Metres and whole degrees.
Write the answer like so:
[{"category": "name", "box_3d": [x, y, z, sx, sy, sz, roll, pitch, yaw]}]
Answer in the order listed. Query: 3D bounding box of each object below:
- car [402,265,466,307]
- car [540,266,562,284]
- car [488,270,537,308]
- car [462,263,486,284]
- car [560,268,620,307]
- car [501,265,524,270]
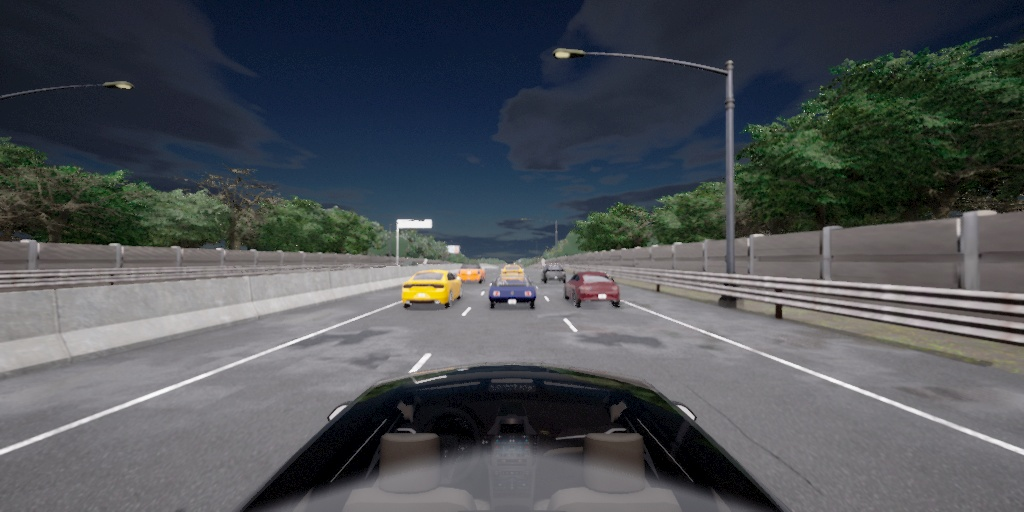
[{"category": "car", "box_3d": [-3.476, 1.375, 16.319, 1.882, 1.535, 5.008, 0, 0, 0]}, {"category": "car", "box_3d": [3.542, 1.567, 31.153, 2.128, 1.511, 4.902, 0, -1, 0]}, {"category": "car", "box_3d": [0.020, 1.495, 15.971, 1.895, 1.301, 4.718, 0, -1, 0]}, {"category": "car", "box_3d": [-3.459, 1.422, 30.945, 2.097, 1.767, 4.553, 0, -1, 0]}, {"category": "car", "box_3d": [3.523, 1.423, 16.248, 1.812, 1.442, 4.674, 0, 0, 0]}, {"category": "car", "box_3d": [0.044, 1.555, 31.335, 1.882, 1.535, 5.008, 0, 0, 0]}]
